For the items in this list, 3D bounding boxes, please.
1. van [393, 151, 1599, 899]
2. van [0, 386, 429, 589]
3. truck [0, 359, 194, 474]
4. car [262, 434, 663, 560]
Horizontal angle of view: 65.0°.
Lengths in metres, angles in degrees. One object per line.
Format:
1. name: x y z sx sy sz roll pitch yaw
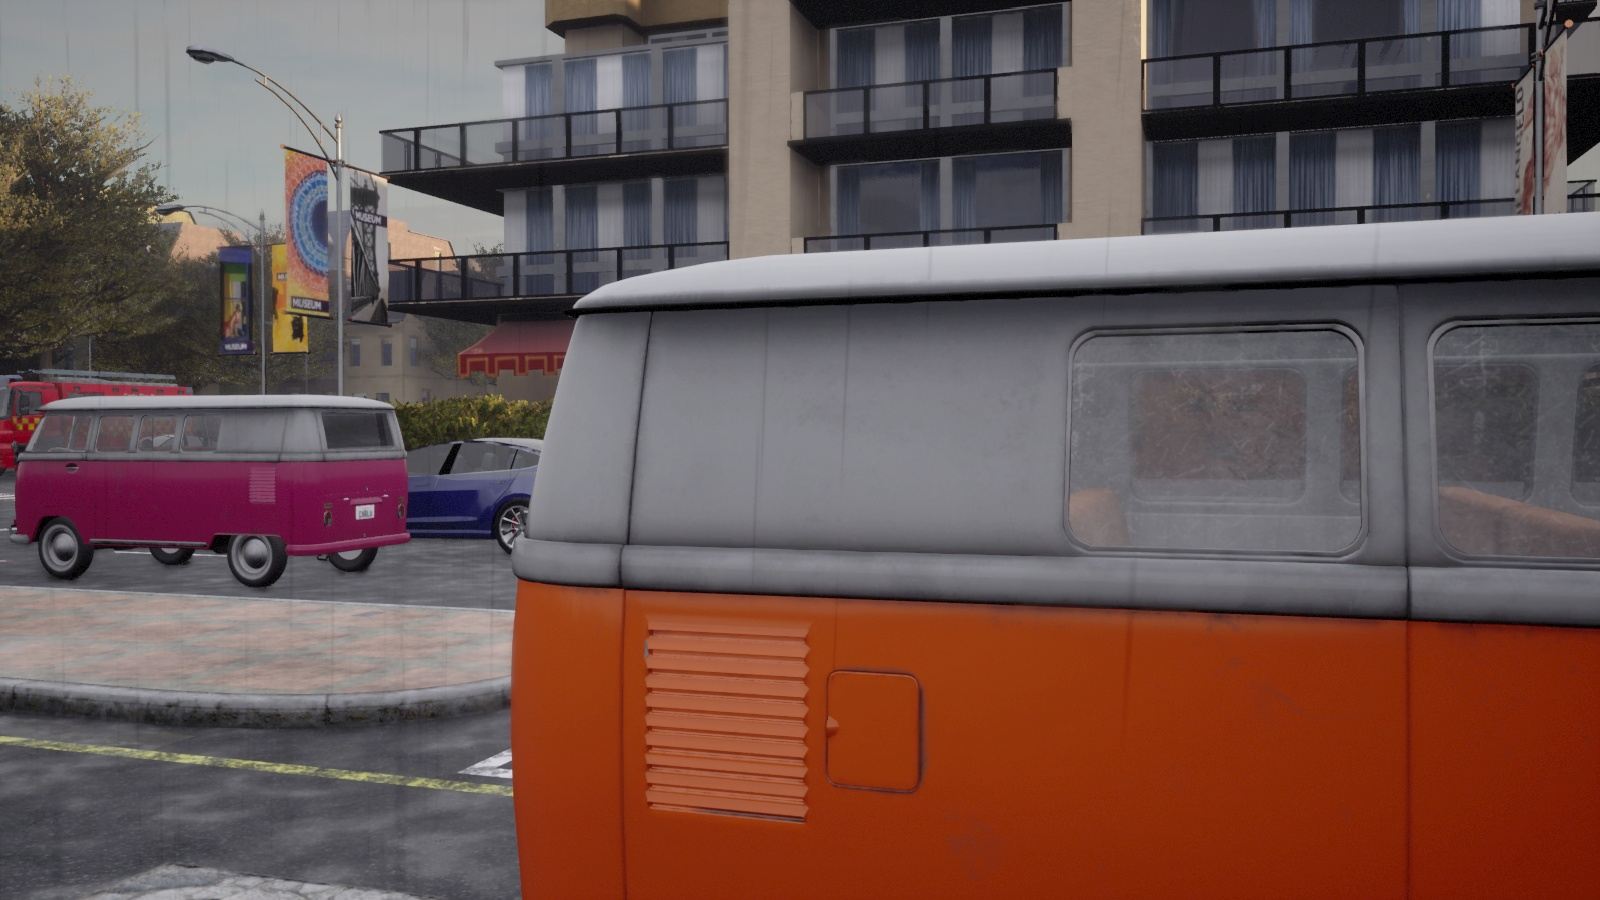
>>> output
1. van: 1.570 0.543 2.661 4.442 1.987 1.775 1 1 19
2. van: -6.511 0.334 13.820 4.442 1.987 1.775 1 1 19
3. truck: -26.770 -1.180 46.298 2.891 3.827 8.468 1 1 18
4. car: -4.484 0.540 16.834 4.792 1.488 2.163 1 1 19
